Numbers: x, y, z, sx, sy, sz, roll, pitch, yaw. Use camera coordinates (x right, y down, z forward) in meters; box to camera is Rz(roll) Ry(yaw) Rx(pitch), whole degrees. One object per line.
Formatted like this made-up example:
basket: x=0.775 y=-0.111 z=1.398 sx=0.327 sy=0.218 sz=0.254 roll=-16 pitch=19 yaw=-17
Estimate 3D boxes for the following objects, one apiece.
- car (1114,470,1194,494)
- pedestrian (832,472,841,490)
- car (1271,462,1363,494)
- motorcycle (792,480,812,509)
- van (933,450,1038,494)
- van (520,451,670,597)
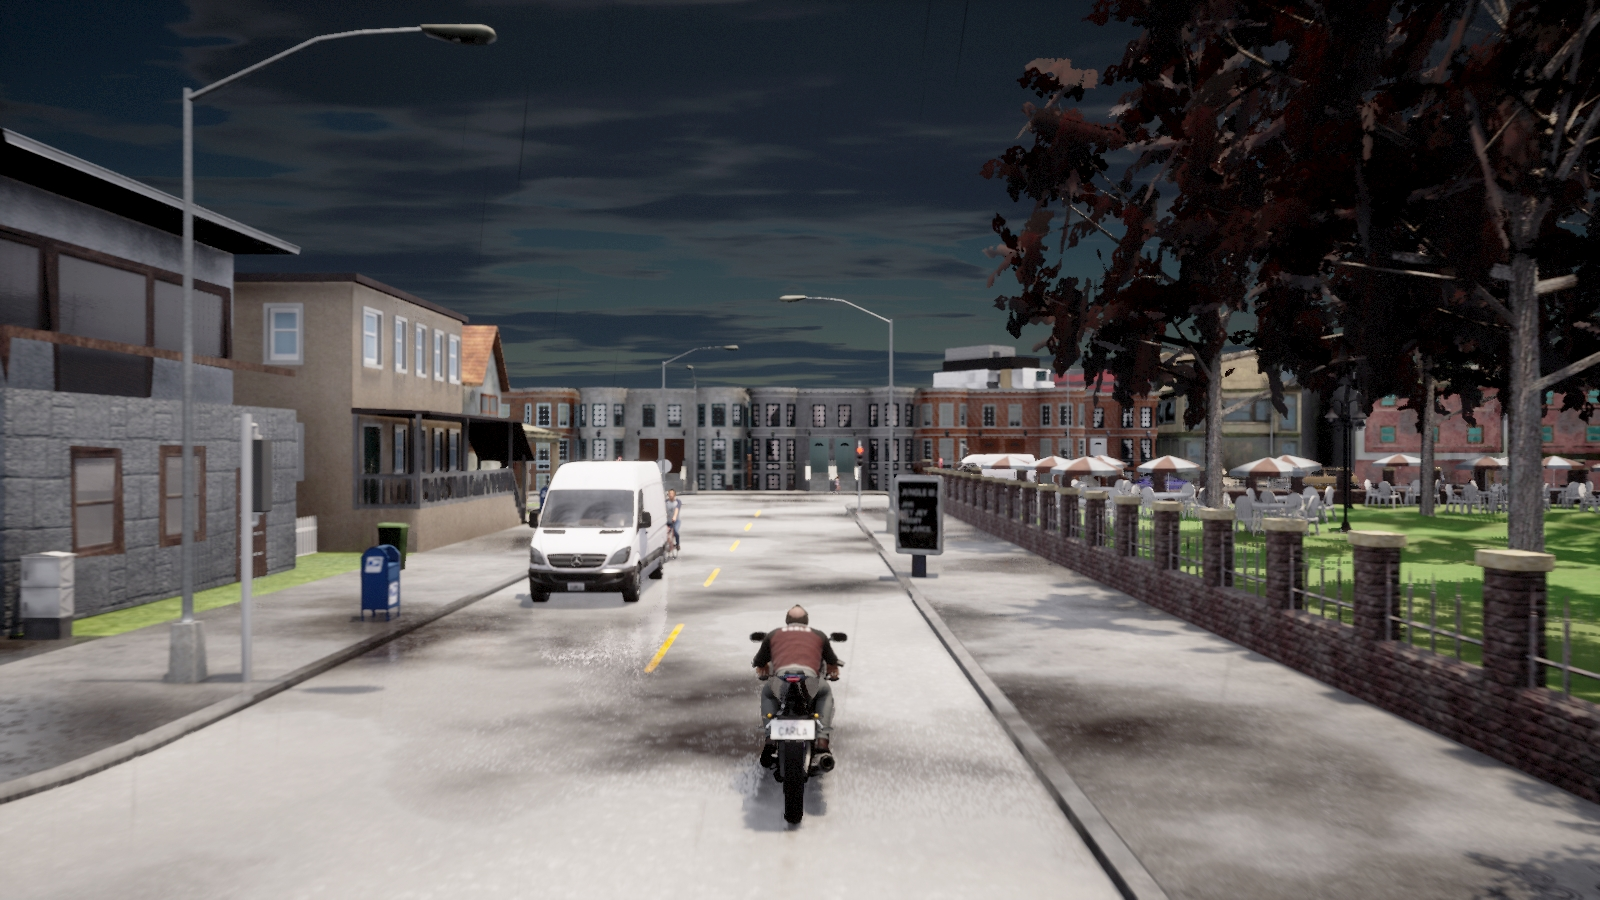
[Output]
car: x=21.031 y=1.887 z=68.002 sx=4.181 sy=1.385 sz=1.994 roll=0 pitch=0 yaw=0
pedestrian: x=2.264 y=1.893 z=70.715 sx=0.500 sy=1.100 sz=0.500 roll=0 pitch=0 yaw=10
car: x=30.606 y=1.632 z=67.755 sx=4.605 sy=1.855 sz=1.932 roll=0 pitch=0 yaw=2
motorcycle: x=0.103 y=1.976 z=51.106 sx=0.867 sy=1.251 sz=2.209 roll=0 pitch=0 yaw=1
van: x=10.991 y=1.303 z=68.053 sx=5.915 sy=2.561 sz=1.988 roll=0 pitch=0 yaw=0
van: x=-3.942 y=1.310 z=23.056 sx=1.988 sy=2.561 sz=5.915 roll=0 pitch=0 yaw=0
